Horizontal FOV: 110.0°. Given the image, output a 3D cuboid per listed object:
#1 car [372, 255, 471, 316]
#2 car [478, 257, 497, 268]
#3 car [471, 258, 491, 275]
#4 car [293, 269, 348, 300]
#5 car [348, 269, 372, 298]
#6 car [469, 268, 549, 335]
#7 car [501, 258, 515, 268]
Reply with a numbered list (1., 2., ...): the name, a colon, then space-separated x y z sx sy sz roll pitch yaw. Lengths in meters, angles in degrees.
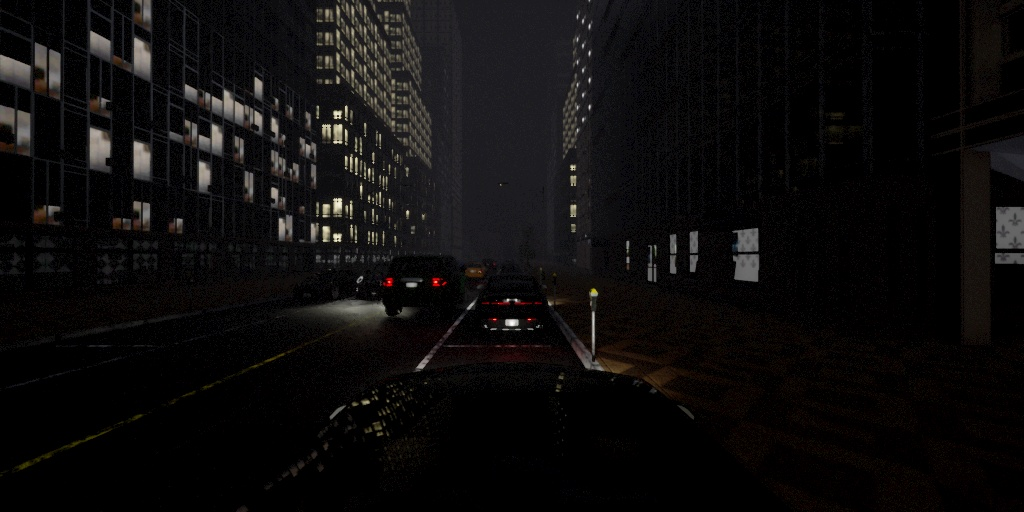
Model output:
1. car: -3.046 0.970 13.560 2.150 2.045 5.566 0 0 0
2. car: -3.045 1.083 47.615 2.097 1.767 4.553 0 0 0
3. car: -3.148 1.198 31.004 1.801 1.575 5.366 0 0 0
4. car: -8.836 1.313 17.650 1.948 1.339 4.313 0 0 0
5. car: -6.246 1.099 18.455 2.097 1.767 4.553 0 0 0
6. car: 0.000 1.253 10.499 1.837 1.490 4.892 0 0 0
7. car: -0.455 1.298 46.099 1.948 1.339 4.313 0 0 0
